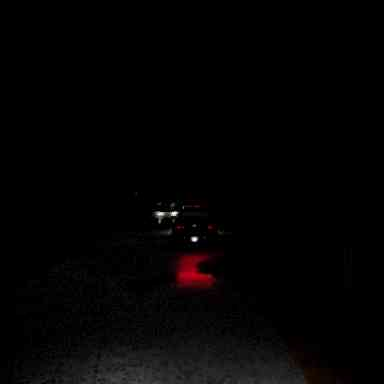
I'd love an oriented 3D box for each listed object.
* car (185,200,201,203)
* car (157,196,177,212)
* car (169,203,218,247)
[{"bbox_3d":[0.090,1.489,31.621,2.128,1.511,4.902,0,0,0],"label":"car"},{"bbox_3d":[-2.866,1.347,39.073,2.097,1.767,4.553,0,0,0],"label":"car"},{"bbox_3d":[0.103,1.506,15.037,1.837,1.490,4.892,0,1,0],"label":"car"}]
